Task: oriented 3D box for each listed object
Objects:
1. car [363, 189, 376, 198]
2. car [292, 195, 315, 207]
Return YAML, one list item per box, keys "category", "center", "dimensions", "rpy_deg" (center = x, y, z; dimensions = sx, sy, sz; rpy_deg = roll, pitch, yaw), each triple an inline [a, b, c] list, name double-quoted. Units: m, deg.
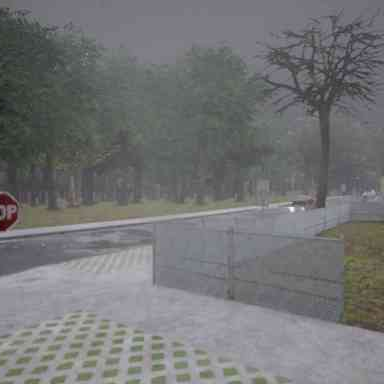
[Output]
- category: "car"
  center: [40.872, 0.389, 76.611]
  dimensions: [2.150, 2.045, 5.566]
  rpy_deg: [2, 2, 36]
- category: "car"
  center: [15.385, 1.152, 45.821]
  dimensions: [1.882, 1.535, 5.008]
  rpy_deg: [2, 2, 36]
